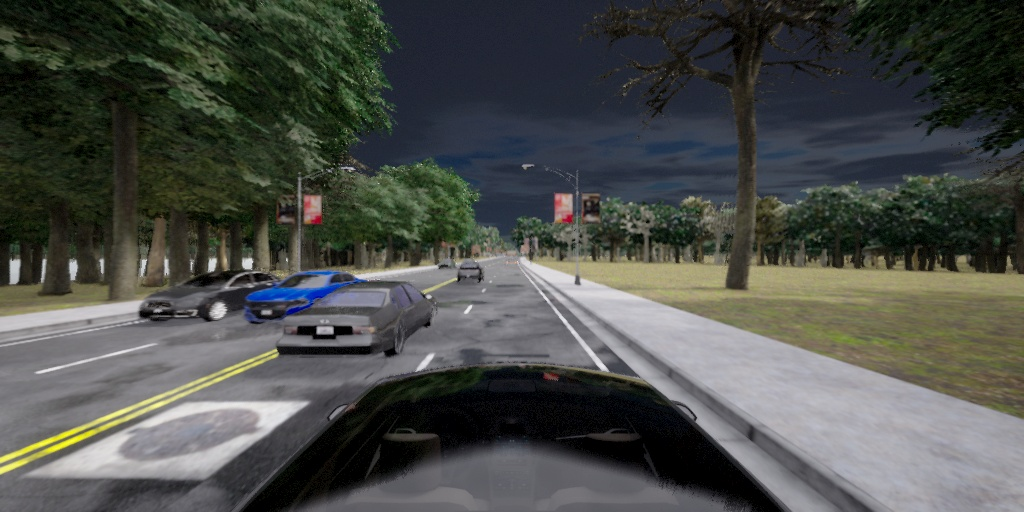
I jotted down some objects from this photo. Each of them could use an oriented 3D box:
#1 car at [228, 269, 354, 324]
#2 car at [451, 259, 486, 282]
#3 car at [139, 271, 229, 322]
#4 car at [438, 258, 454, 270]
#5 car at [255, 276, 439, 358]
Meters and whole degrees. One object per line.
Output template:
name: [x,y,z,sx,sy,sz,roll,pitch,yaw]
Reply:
car: [-6.608,1.237,12.131,1.882,1.535,5.008,0,0,0]
car: [-3.211,1.266,28.624,2.128,1.511,4.902,0,0,0]
car: [-9.858,1.266,12.398,1.837,1.490,4.892,0,0,0]
car: [-9.924,1.166,54.945,2.097,1.767,4.553,0,0,0]
car: [-3.153,1.304,8.558,2.033,1.411,5.357,0,0,0]
